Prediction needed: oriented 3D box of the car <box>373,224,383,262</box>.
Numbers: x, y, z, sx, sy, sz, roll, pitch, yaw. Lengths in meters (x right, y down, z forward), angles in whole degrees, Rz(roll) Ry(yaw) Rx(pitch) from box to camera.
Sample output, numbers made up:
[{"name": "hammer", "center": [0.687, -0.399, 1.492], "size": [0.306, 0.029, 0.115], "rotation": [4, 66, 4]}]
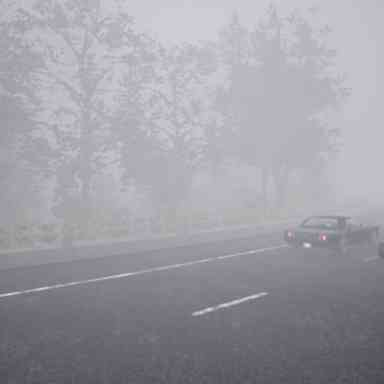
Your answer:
[{"name": "car", "center": [7.513, 1.569, 10.156], "size": [4.718, 1.301, 1.895], "rotation": [0, 0, -42]}]

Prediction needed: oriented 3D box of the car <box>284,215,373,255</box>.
[{"name": "car", "center": [5.717, 1.581, 13.235], "size": [4.718, 1.301, 1.895], "rotation": [0, 0, -42]}]
